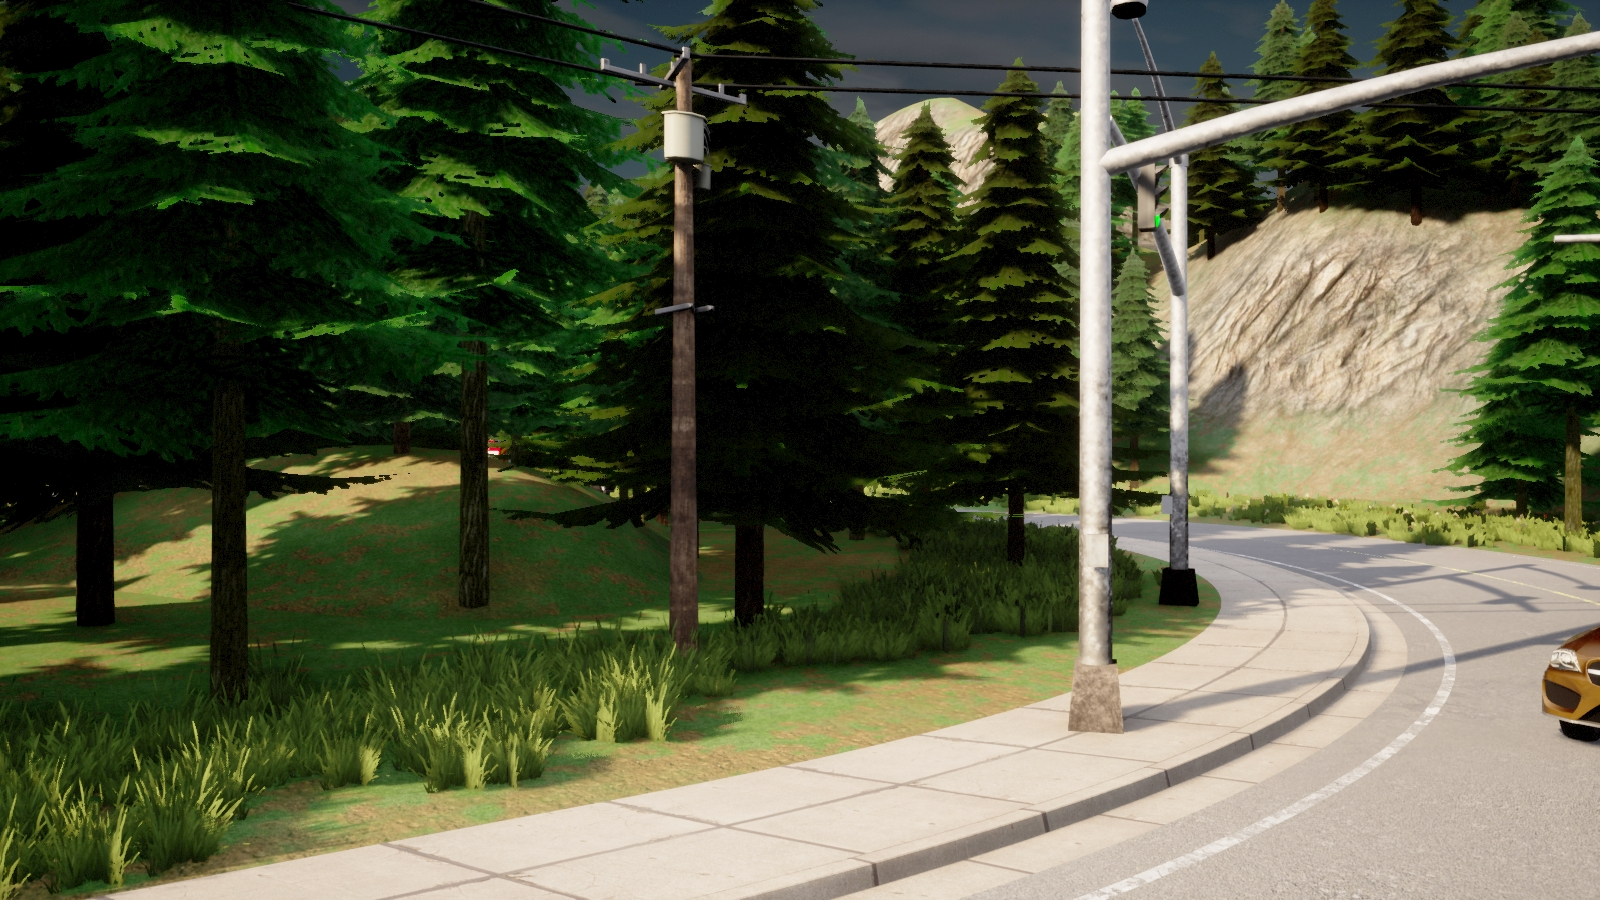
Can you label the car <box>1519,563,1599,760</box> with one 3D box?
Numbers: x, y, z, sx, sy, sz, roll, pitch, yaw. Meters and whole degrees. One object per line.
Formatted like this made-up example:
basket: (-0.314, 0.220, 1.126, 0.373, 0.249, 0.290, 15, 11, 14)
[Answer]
car: (9.577, 1.970, 11.147, 5.027, 1.651, 2.152, 0, 0, -29)
